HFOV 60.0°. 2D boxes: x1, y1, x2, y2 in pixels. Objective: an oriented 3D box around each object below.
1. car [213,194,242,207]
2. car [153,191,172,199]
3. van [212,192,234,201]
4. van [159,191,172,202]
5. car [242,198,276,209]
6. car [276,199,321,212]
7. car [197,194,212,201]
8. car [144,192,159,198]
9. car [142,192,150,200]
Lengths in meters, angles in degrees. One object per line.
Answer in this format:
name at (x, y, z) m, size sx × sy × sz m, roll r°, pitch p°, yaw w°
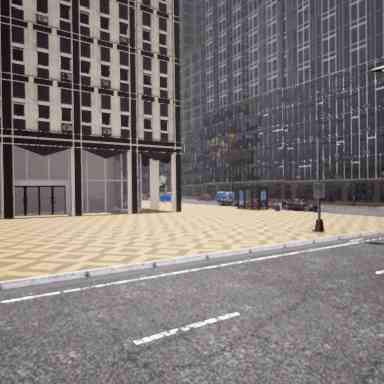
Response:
car at (5.300, 1.329, 45.192) m, size 1.947 × 1.339 × 4.313 m, roll 0°, pitch 1°, yaw -34°
car at (-6.941, 0.628, 78.112) m, size 2.192 × 1.841 × 5.009 m, roll 0°, pitch 1°, yaw -34°
van at (5.865, 0.868, 59.329) m, size 1.690 × 1.788 × 3.998 m, roll 0°, pitch 1°, yaw -34°
van at (-4.260, 0.947, 59.306) m, size 1.690 × 1.788 × 3.998 m, roll 0°, pitch 1°, yaw -34°
car at (8.454, 1.398, 40.464) m, size 1.802 × 1.307 × 4.206 m, roll 0°, pitch 1°, yaw -34°
car at (11.642, 1.434, 35.756) m, size 1.947 × 1.339 × 4.313 m, roll 0°, pitch 1°, yaw -34°
car at (2.664, 1.056, 64.028) m, size 1.802 × 1.307 × 4.206 m, roll 0°, pitch 1°, yaw -34°
car at (-10.143, 0.699, 82.809) m, size 1.967 × 1.590 × 4.097 m, roll 0°, pitch 1°, yaw -34°
car at (-10.664, 1.049, 68.700) m, size 2.008 × 1.369 × 4.403 m, roll 0°, pitch 1°, yaw -34°
